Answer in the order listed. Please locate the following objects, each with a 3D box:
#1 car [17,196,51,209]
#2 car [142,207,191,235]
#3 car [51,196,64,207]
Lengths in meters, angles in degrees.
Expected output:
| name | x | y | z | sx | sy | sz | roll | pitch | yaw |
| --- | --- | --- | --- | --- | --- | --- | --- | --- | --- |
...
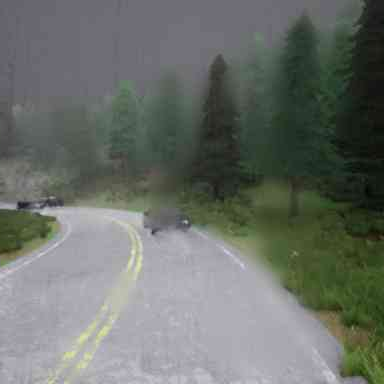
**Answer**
| name | x | y | z | sx | sy | sz | roll | pitch | yaw |
| --- | --- | --- | --- | --- | --- | --- | --- | --- | --- |
| car | -18.919 | 1.420 | 38.966 | 4.902 | 1.511 | 2.128 | -1 | 2 | 44 |
| car | -1.516 | 1.435 | 17.772 | 1.895 | 1.301 | 4.718 | 0 | 1 | -15 |
| car | -18.392 | 1.247 | 43.094 | 5.008 | 1.535 | 1.882 | -1 | 3 | 45 |
